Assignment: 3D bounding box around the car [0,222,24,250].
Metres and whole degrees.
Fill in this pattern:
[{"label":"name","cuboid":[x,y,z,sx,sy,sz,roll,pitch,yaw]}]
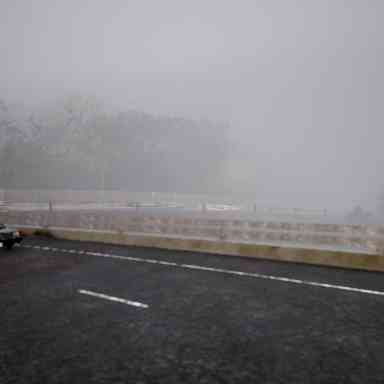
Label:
[{"label":"car","cuboid":[-9.222,1.740,13.663,4.718,1.301,1.895,-1,0,28]}]
